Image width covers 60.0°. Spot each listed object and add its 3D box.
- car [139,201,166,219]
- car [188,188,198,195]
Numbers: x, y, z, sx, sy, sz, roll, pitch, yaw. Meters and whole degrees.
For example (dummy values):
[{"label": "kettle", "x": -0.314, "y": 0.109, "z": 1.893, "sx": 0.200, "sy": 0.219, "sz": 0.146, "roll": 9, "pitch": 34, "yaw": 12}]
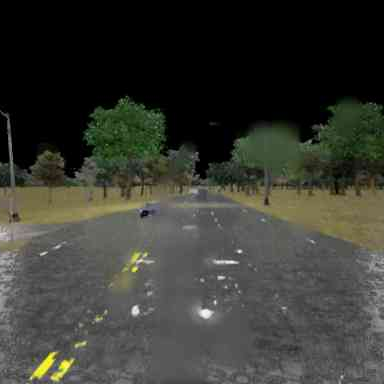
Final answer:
[{"label": "car", "x": -3.382, "y": 1.479, "z": 29.242, "sx": 1.895, "sy": 1.301, "sz": 4.718, "roll": -1, "pitch": 3, "yaw": 1}, {"label": "car", "x": 0.218, "y": -0.076, "z": 94.996, "sx": 2.150, "sy": 2.045, "sz": 5.566, "roll": 0, "pitch": 1, "yaw": 9}]
